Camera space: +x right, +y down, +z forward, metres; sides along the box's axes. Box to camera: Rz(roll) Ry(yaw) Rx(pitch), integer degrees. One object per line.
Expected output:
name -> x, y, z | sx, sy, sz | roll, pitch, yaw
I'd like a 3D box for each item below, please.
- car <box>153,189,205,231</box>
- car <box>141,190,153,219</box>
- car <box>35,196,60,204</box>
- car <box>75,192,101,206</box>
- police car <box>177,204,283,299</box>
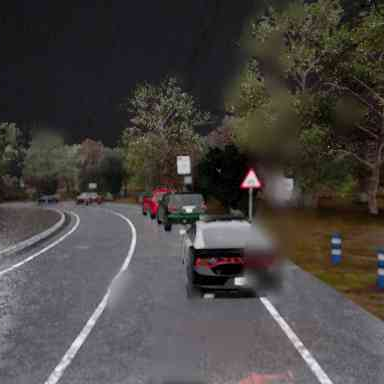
car -> -0.701, 0.948, 18.798 | 2.150, 2.045, 5.566 | -1, 1, -12
car -> -2.344, 0.832, 24.850 | 2.150, 2.045, 5.566 | -2, 2, -18
car -> -23.744, 1.285, 54.515 | 4.718, 1.301, 1.895 | -2, 4, 38
car -> -13.954, 0.841, 44.480 | 2.097, 1.767, 4.553 | -5, 3, -39
police car -> 0.726, 1.360, 8.575 | 1.930, 1.638, 5.238 | 0, 1, -4
